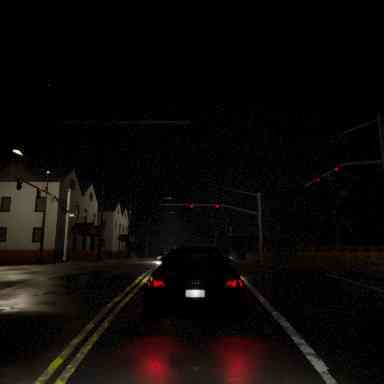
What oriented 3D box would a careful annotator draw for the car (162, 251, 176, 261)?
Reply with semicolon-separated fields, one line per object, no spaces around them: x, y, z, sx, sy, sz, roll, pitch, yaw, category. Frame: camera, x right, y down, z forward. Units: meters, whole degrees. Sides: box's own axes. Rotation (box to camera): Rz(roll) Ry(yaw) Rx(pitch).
-3.628;10.082;52.773;1.837;1.490;4.892;0;-11;0;car

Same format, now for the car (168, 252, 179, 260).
-3.579;12.790;66.510;1.994;1.385;4.181;0;-11;-1;car

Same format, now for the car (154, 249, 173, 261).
-3.629;8.293;43.563;2.128;1.511;4.902;0;-11;0;car

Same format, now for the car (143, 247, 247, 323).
0.067;1.982;7.853;1.994;1.385;4.181;0;-7;0;car
